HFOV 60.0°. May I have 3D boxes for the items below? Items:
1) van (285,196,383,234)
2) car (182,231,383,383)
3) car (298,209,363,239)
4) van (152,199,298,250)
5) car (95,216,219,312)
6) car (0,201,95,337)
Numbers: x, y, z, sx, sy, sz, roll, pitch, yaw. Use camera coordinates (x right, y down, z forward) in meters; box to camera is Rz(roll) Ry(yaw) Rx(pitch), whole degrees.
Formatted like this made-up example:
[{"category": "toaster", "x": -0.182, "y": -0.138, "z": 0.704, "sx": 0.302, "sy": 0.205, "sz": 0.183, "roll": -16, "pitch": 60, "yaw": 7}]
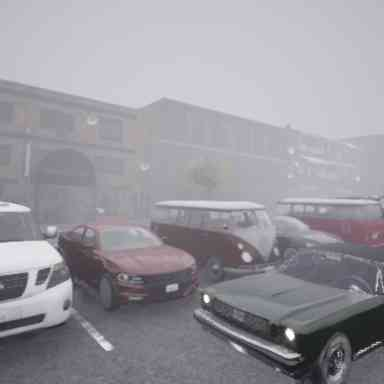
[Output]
[{"category": "van", "x": 4.974, "y": 1.251, "z": 13.078, "sx": 1.878, "sy": 1.987, "sz": 4.442, "roll": 0, "pitch": 0, "yaw": -35}, {"category": "car", "x": 2.366, "y": 1.599, "z": 5.372, "sx": 4.718, "sy": 1.301, "sz": 1.895, "roll": 0, "pitch": 0, "yaw": -35}, {"category": "car", "x": 2.754, "y": 1.478, "z": 11.361, "sx": 2.231, "sy": 1.521, "sz": 4.892, "roll": 0, "pitch": 0, "yaw": -35}, {"category": "van", "x": 0.543, "y": 1.252, "z": 9.635, "sx": 1.878, "sy": 1.987, "sz": 4.442, "roll": 0, "pitch": 0, "yaw": -35}, {"category": "car", "x": -1.811, "y": 1.479, "z": 8.106, "sx": 2.097, "sy": 1.535, "sz": 5.008, "roll": 0, "pitch": 0, "yaw": -35}, {"category": "car", "x": -4.074, "y": 1.229, "z": 6.450, "sx": 2.435, "sy": 2.045, "sz": 5.566, "roll": 0, "pitch": 0, "yaw": -35}]
